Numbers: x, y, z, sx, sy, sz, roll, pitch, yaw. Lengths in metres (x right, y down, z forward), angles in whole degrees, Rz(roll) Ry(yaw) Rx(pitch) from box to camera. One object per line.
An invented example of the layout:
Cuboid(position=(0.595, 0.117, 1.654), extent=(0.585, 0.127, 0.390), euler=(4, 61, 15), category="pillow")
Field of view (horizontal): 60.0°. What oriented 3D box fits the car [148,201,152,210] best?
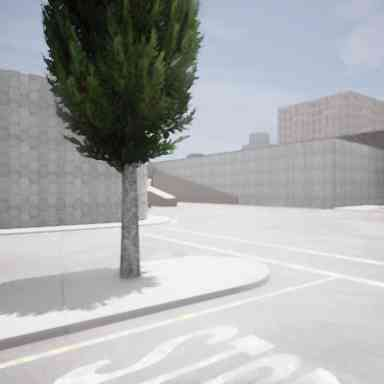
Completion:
Cuboid(position=(-6.827, 1.478, 42.315), extent=(1.837, 1.490, 4.892), euler=(0, 0, -35), category="car")
